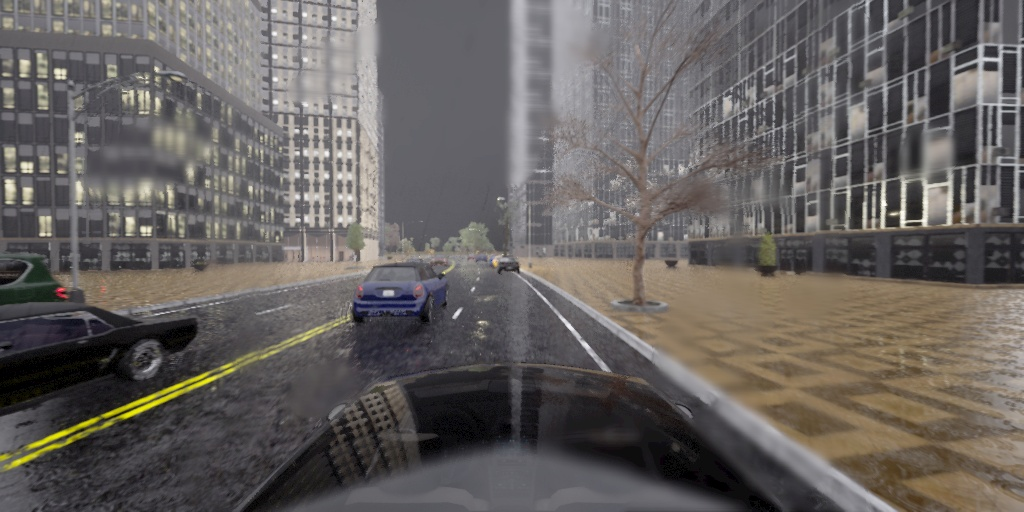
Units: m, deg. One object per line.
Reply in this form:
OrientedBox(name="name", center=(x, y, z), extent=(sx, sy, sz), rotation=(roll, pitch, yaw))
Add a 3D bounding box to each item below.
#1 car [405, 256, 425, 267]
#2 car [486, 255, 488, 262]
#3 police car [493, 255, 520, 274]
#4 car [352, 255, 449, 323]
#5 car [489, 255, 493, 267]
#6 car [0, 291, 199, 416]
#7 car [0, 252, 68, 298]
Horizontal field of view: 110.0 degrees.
OrientedBox(name="car", center=(-12.854, 0.727, 47.607), extent=(1.994, 1.385, 4.181), rotation=(0, 1, -7))
OrientedBox(name="car", center=(-2.128, 0.594, 49.008), extent=(1.882, 1.535, 5.008), rotation=(0, 1, -7))
OrientedBox(name="police car", center=(-0.396, 0.752, 32.959), extent=(1.930, 1.638, 5.238), rotation=(0, 1, -5))
OrientedBox(name="car", center=(-3.350, 0.974, 11.680), extent=(2.097, 1.767, 4.553), rotation=(0, 1, -2))
OrientedBox(name="car", center=(-1.414, 0.649, 43.147), extent=(1.801, 1.575, 5.366), rotation=(0, 1, -6))
OrientedBox(name="car", center=(-6.637, 1.332, 4.278), extent=(1.895, 1.301, 4.718), rotation=(0, 1, -1))
OrientedBox(name="car", center=(-9.896, 0.954, 4.798), extent=(2.150, 2.045, 5.566), rotation=(0, 1, -1))
